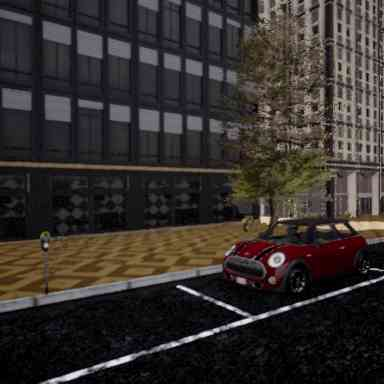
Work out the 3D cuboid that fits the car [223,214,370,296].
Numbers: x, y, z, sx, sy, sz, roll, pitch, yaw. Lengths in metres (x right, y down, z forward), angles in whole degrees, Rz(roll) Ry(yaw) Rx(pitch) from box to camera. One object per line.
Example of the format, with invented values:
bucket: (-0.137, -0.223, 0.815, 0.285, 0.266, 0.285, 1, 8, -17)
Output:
car: (2.715, 1.429, 8.503, 4.097, 1.590, 1.967, 0, 0, -35)
